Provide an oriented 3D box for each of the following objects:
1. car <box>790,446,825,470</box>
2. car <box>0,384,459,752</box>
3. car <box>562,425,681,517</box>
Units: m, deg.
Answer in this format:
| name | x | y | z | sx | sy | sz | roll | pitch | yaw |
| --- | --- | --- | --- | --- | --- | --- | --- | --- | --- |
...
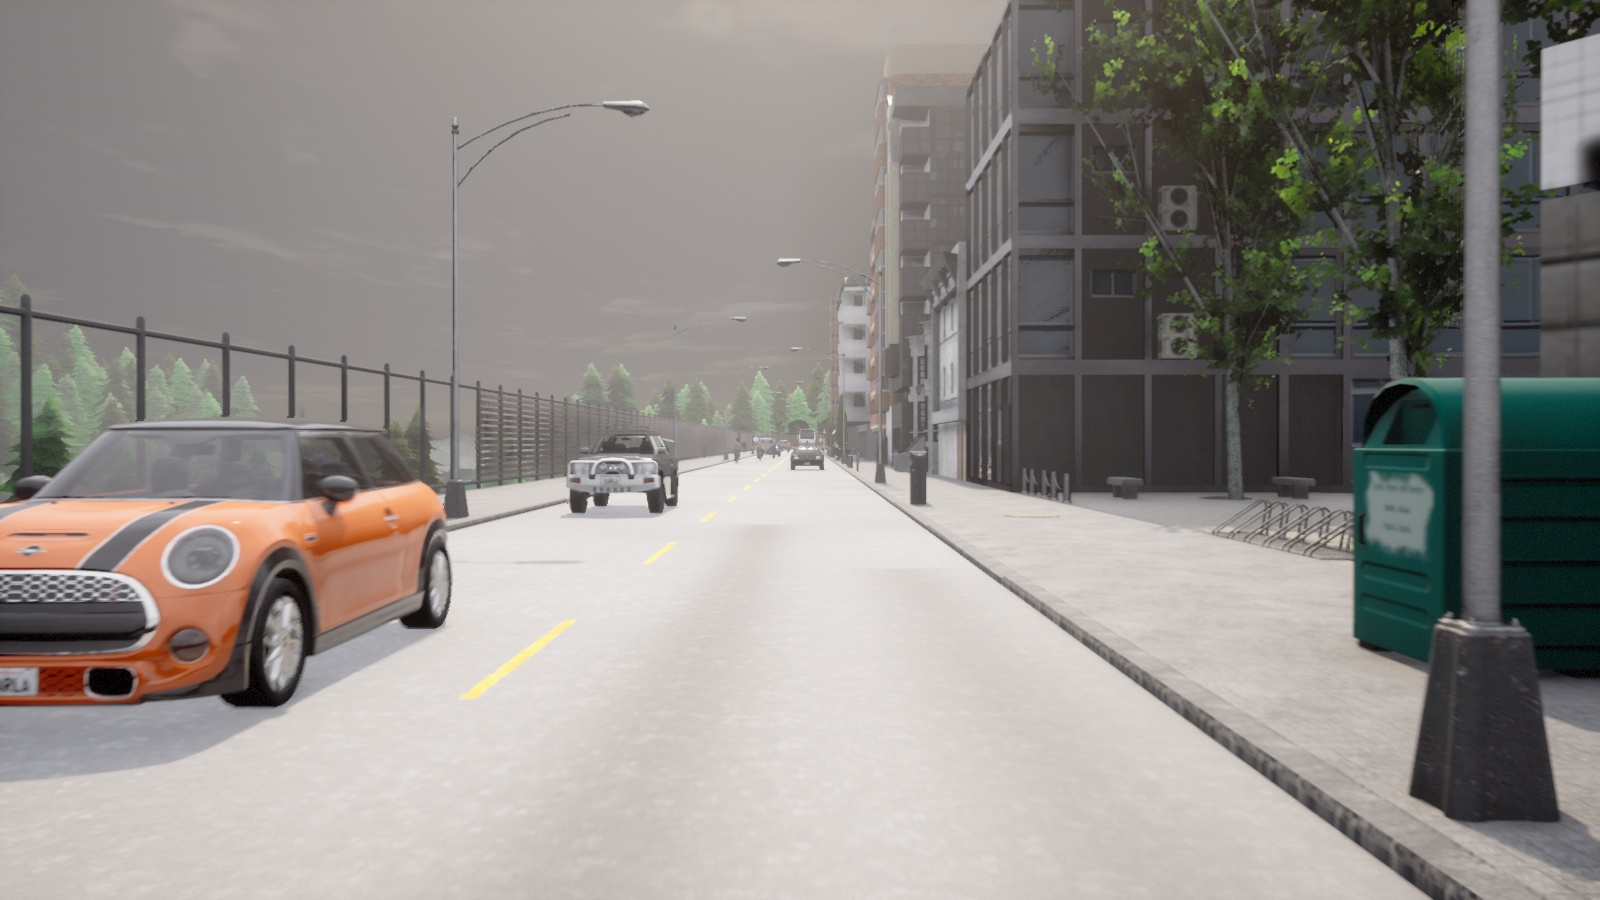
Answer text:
| name | x | y | z | sx | sy | sz | roll | pitch | yaw |
| --- | --- | --- | --- | --- | --- | --- | --- | --- | --- |
| car | 0.409 | 0.447 | 70.947 | 1.895 | 1.301 | 4.718 | 0 | 0 | 0 |
| car | -3.937 | 0.555 | 8.306 | 2.097 | 1.767 | 4.553 | 0 | 0 | 0 |
| car | -3.830 | 0.404 | 27.679 | 1.932 | 1.855 | 4.605 | 0 | 0 | 0 |
